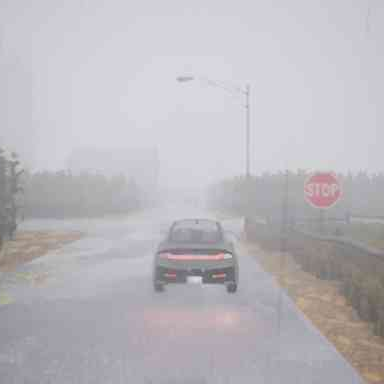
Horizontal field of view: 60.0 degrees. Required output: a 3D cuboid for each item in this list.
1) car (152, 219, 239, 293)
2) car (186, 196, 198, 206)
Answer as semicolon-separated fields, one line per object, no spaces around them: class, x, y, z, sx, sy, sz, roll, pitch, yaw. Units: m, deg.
car;0.123;1.462;8.801;2.128;1.511;4.902;0;0;2
car;-0.002;1.543;60.222;2.097;1.767;4.553;0;0;0
